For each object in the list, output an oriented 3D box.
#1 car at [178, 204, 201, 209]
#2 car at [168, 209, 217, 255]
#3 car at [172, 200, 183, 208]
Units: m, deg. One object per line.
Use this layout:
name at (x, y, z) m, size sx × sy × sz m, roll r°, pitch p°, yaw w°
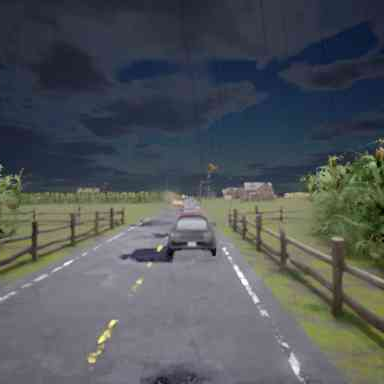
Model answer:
car at (0.007, 1.921, 28.255) m, size 1.895 × 1.301 × 4.718 m, roll 0°, pitch -1°, yaw 0°
car at (0.021, 1.679, 13.897) m, size 1.812 × 1.442 × 4.674 m, roll 0°, pitch 0°, yaw 1°
car at (-2.791, 2.248, 64.989) m, size 1.882 × 1.535 × 5.008 m, roll 0°, pitch -1°, yaw 0°
